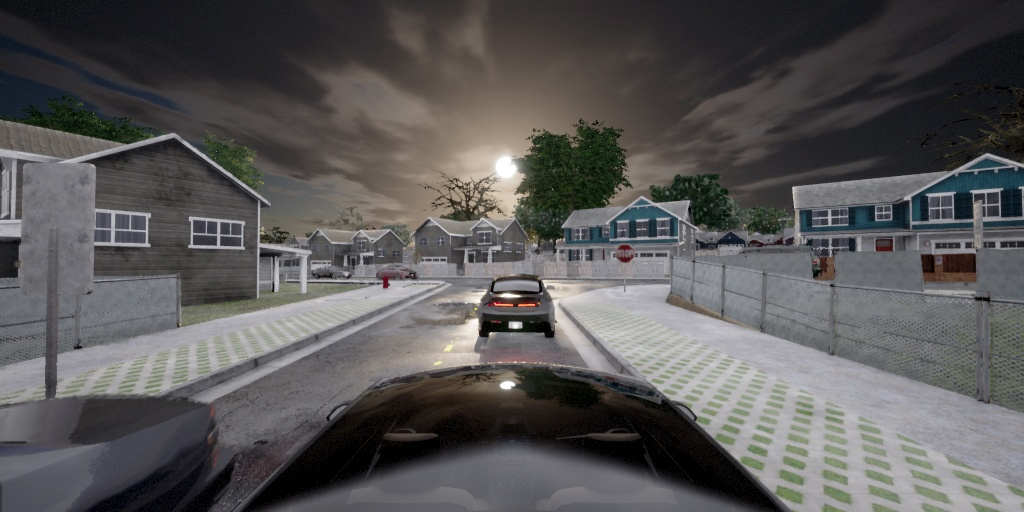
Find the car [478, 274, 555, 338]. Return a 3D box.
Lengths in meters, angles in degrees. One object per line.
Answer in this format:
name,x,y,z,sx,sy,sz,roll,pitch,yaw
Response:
car,0.170,1.258,10.228,1.837,1.490,4.892,0,0,2

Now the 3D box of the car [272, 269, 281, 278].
car,-30.503,2.198,44.455,4.181,1.385,1.994,-2,-2,29

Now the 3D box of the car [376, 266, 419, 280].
car,-10.458,1.562,32.690,4.181,1.385,1.994,-2,-2,32

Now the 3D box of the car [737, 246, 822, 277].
car,13.619,0.553,20.020,5.566,2.045,2.150,-2,-2,34

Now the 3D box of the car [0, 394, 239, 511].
car,-2.851,1.297,0.113,2.033,1.411,5.357,0,0,0

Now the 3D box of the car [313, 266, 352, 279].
car,-18.996,1.761,37.873,4.902,1.511,2.128,-2,-2,30
